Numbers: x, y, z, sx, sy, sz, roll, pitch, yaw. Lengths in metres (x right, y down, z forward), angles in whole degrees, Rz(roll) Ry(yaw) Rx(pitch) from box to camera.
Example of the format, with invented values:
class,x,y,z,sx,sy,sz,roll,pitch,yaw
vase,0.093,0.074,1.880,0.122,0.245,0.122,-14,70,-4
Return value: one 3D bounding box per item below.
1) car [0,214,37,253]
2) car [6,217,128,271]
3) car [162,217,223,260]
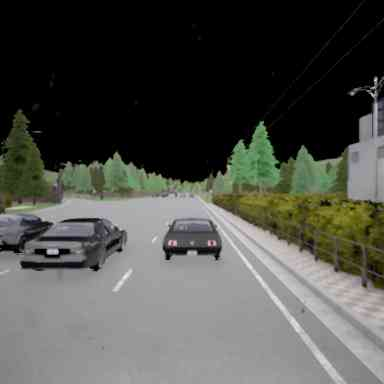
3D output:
class,x,y,z,sx,sy,sz,roll,pitch,yaw
car,-6.959,1.558,13.338,1.994,1.385,4.181,0,0,1
car,-3.484,1.542,10.862,2.033,1.411,5.357,0,0,0
car,0.033,1.594,12.441,1.895,1.301,4.718,0,0,1
